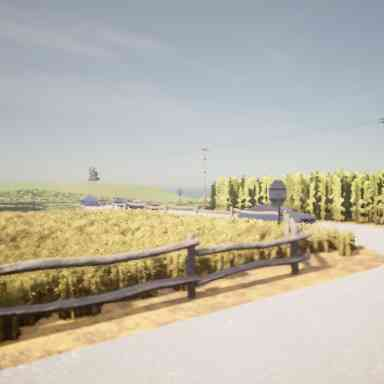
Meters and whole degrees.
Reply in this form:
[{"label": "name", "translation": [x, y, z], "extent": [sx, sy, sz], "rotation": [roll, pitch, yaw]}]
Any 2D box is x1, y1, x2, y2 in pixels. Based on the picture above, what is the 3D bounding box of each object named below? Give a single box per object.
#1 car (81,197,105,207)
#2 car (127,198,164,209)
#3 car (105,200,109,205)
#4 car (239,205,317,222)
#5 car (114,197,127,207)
[{"label": "car", "translation": [-15.344, 1.498, 50.503], "extent": [1.882, 1.535, 5.008], "rotation": [0, 0, -35]}, {"label": "car", "translation": [-4.813, 1.580, 35.492], "extent": [1.895, 1.301, 4.718], "rotation": [0, 0, -35]}, {"label": "car", "translation": [-16.403, 1.576, 56.572], "extent": [4.718, 1.301, 1.895], "rotation": [0, 0, 33]}, {"label": "car", "translation": [5.270, 1.527, 21.250], "extent": [2.033, 1.411, 5.357], "rotation": [0, 0, -35]}, {"label": "car", "translation": [-10.133, 1.500, 48.768], "extent": [1.812, 1.442, 4.674], "rotation": [0, 0, -35]}]
